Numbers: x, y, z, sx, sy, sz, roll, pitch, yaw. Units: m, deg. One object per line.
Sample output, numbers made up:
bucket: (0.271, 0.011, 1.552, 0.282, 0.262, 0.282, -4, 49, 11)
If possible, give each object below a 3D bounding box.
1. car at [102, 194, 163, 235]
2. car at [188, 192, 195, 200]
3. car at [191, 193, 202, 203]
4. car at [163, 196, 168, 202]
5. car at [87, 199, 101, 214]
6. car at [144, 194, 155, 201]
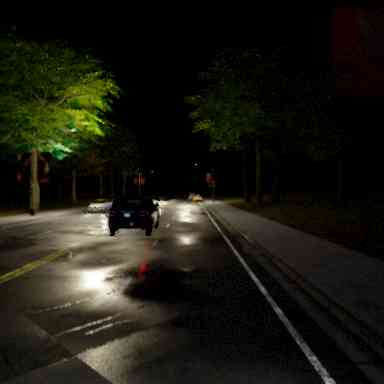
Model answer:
car: (-3.138, 1.216, 18.748, 2.150, 2.045, 5.566, 0, 0, 0)
car: (0.056, 1.443, 87.614, 1.812, 1.442, 4.674, 0, 0, 0)
car: (1.181, 1.440, 68.204, 1.801, 1.575, 5.366, 0, 0, 0)
car: (-6.455, 1.499, 72.182, 1.812, 1.442, 4.674, 0, 0, 0)
car: (-9.814, 1.514, 35.864, 1.812, 1.442, 4.674, 0, 0, 0)
car: (-9.702, 1.259, 76.269, 1.994, 1.385, 4.181, 0, 0, 0)
